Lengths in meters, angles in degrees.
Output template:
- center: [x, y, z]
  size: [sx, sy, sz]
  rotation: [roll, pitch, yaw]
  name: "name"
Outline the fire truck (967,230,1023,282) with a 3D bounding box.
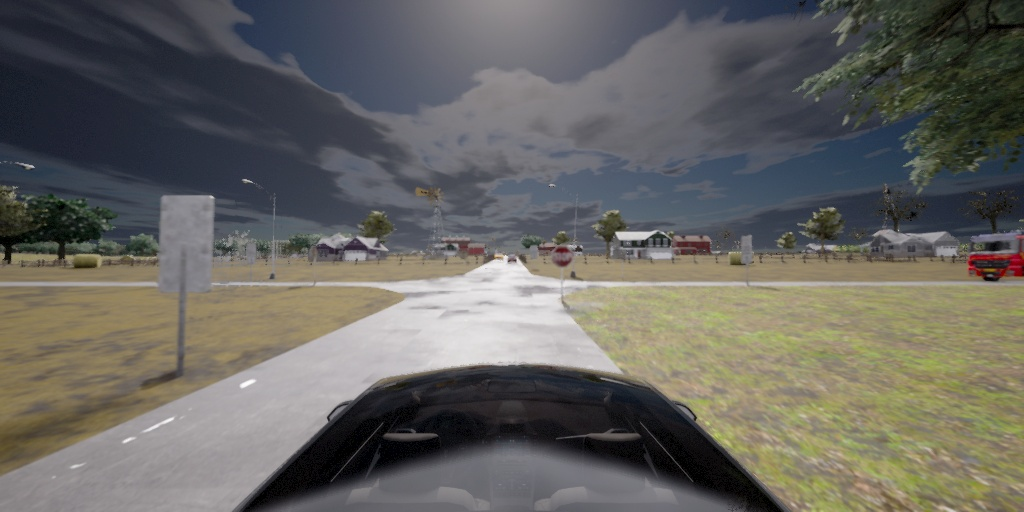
- center: [39.359, 0.003, 26.429]
  size: [8.468, 3.827, 2.891]
  rotation: [0, -2, 0]
  name: "fire truck"
